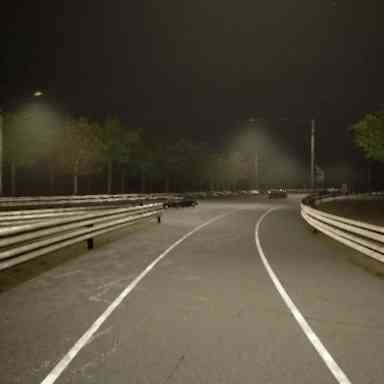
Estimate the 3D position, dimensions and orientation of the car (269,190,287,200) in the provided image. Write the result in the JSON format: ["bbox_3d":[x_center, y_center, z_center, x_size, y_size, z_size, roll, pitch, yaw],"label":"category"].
[{"bbox_3d":[15.632,0.470,60.284,2.097,1.767,4.553,1,2,36],"label":"car"}]

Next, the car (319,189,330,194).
[{"bbox_3d":[34.512,0.059,86.350,1.837,1.490,4.892,1,1,36],"label":"car"}]

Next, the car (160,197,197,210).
[{"bbox_3d":[-1.393,1.251,36.719,1.895,1.301,4.718,1,2,36],"label":"car"}]
